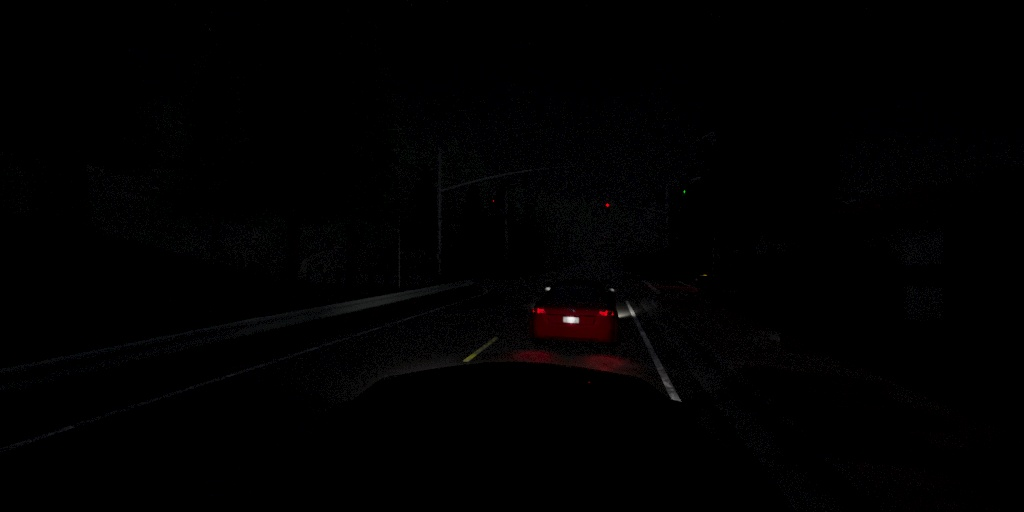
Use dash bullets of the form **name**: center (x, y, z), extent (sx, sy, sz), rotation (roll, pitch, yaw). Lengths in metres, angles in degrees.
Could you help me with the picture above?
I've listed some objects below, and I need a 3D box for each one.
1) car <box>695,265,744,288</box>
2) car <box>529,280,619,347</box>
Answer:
- **car**: center (13.843, 1.287, 22.046), extent (4.674, 1.442, 1.812), rotation (0, 0, 14)
- **car**: center (1.745, 1.313, 9.467), extent (1.994, 1.385, 4.181), rotation (0, 0, 15)
